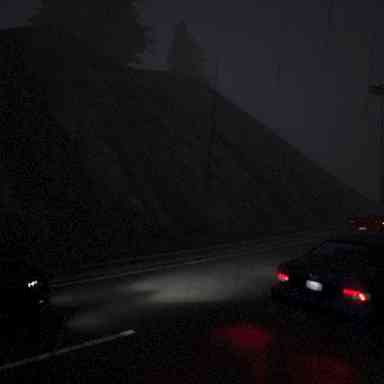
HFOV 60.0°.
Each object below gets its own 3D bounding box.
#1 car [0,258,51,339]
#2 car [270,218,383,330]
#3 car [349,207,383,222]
[{"bbox_3d":[-4.707,1.512,4.809,4.902,1.511,2.128,0,0,-35],"label":"car"},{"bbox_3d":[3.884,1.509,6.822,5.357,1.411,2.033,0,0,-39],"label":"car"},{"bbox_3d":[9.209,1.433,16.167,4.674,1.442,1.812,0,0,-43],"label":"car"}]
